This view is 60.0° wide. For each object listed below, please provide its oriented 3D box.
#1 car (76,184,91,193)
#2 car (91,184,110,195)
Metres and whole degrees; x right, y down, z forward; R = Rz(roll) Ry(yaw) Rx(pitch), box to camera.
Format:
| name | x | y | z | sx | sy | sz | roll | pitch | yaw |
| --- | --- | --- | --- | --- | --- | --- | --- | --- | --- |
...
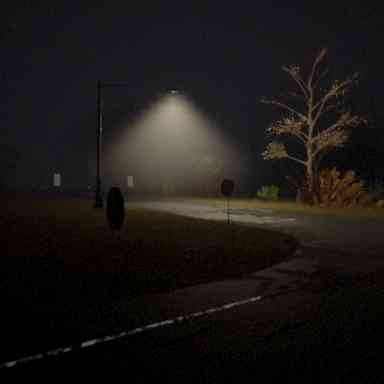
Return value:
| name | x | y | z | sx | sy | sz | roll | pitch | yaw |
| --- | --- | --- | --- | --- | --- | --- | --- | --- | --- |
| car | -18.904 | -0.718 | 58.884 | 2.097 | 1.767 | 4.553 | 0 | 2 | -36 |
| car | -13.567 | -0.211 | 51.419 | 1.994 | 1.385 | 4.181 | 0 | 2 | -36 |
